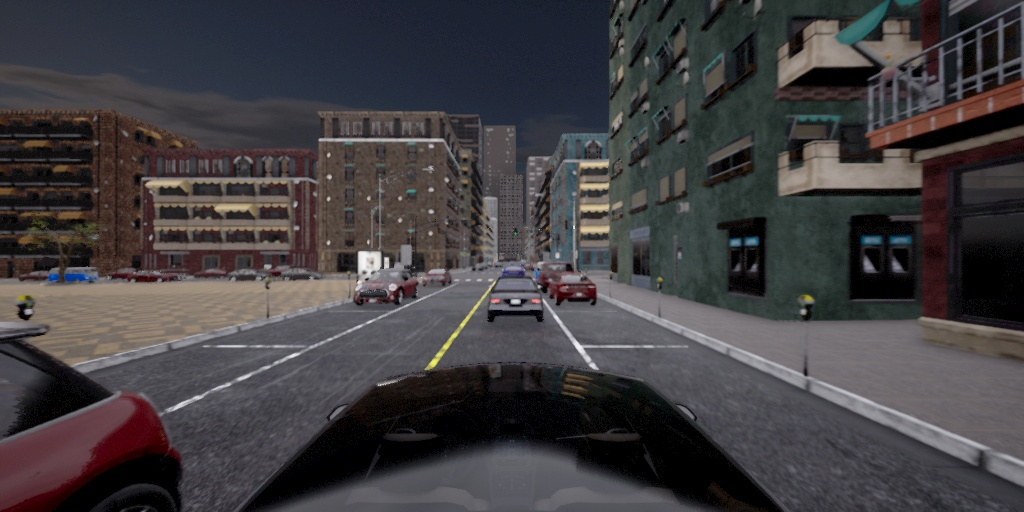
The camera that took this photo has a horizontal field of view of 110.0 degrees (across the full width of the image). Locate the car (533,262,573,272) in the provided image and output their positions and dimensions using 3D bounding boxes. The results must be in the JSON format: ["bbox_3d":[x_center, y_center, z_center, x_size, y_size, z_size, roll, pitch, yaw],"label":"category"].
[{"bbox_3d":[2.702,1.256,22.146,2.192,1.841,5.009,0,0,0],"label":"car"}]

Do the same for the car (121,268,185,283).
[{"bbox_3d":[-38.368,2.209,38.396,4.507,1.381,1.888,0,0,0],"label":"car"}]

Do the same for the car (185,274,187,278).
[{"bbox_3d":[-40.290,2.297,41.082,4.718,1.301,1.895,-1,0,0],"label":"car"}]

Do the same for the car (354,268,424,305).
[{"bbox_3d":[-5.683,1.328,16.625,1.967,1.591,4.097,0,0,0],"label":"car"}]

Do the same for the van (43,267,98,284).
[{"bbox_3d":[-46.828,2.127,38.396,3.998,1.789,1.690,0,0,0],"label":"van"}]

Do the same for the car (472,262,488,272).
[{"bbox_3d":[-5.653,1.874,60.084,1.948,1.339,4.313,0,0,0],"label":"car"}]

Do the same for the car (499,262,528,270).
[{"bbox_3d":[0.120,1.496,30.244,1.882,1.535,5.008,0,-1,0],"label":"car"}]

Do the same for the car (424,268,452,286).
[{"bbox_3d":[-5.675,1.576,27.680,1.802,1.307,4.207,0,0,0],"label":"car"}]

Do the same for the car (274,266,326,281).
[{"bbox_3d":[-22.369,1.983,38.457,4.403,1.370,2.007,0,0,0],"label":"car"}]

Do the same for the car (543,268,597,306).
[{"bbox_3d":[2.699,1.434,16.618,1.888,1.381,4.507,0,0,0],"label":"car"}]

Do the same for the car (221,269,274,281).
[{"bbox_3d":[-27.938,2.063,38.419,4.403,1.370,2.007,0,0,0],"label":"car"}]

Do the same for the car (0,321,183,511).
[{"bbox_3d":[-3.102,1.089,0.265,2.097,1.767,4.553,0,-1,0],"label":"car"}]

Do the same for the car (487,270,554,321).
[{"bbox_3d":[0.107,1.402,12.958,2.033,1.411,5.357,0,-1,0],"label":"car"}]

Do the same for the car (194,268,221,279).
[{"bbox_3d":[-39.134,2.272,46.935,4.207,1.307,1.802,0,0,0],"label":"car"}]

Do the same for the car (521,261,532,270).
[{"bbox_3d":[2.728,1.891,60.066,1.802,1.307,4.207,0,0,0],"label":"car"}]
